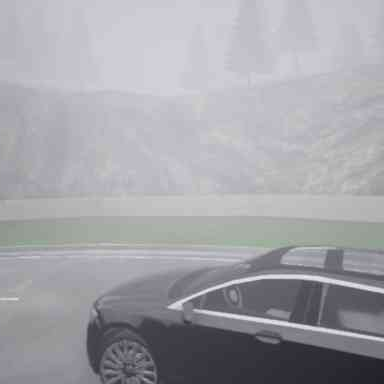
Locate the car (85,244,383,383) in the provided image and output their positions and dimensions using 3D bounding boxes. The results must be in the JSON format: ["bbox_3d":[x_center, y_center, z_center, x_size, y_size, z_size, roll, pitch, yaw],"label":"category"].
[{"bbox_3d":[1.064,1.321,3.305,4.902,1.511,2.128,0,2,30],"label":"car"}]
